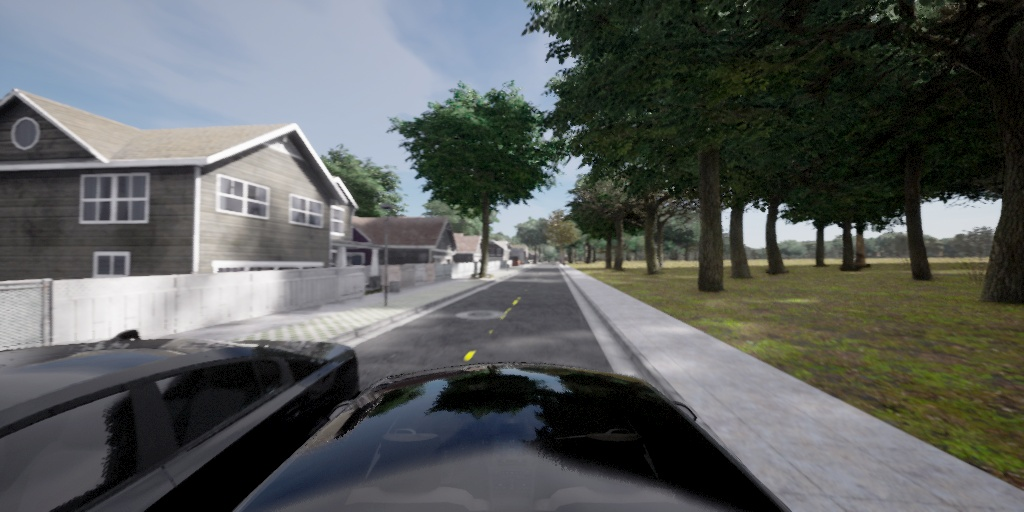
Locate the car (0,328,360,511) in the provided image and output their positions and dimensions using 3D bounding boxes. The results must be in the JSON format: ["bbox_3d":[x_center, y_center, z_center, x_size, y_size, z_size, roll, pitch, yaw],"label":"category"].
[{"bbox_3d":[-2.411,1.220,1.397,1.882,1.535,5.008,0,0,1],"label":"car"}]
